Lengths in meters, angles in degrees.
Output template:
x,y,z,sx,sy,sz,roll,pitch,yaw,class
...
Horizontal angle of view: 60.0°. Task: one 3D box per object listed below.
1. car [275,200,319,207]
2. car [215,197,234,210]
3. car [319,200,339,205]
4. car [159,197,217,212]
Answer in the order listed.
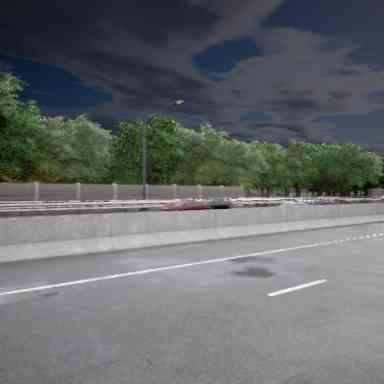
x,y,z,sx,sy,sz,roll,pitch,yaw,class
7.871,1.497,26.806,4.674,1.442,1.812,0,0,-35,car
2.335,1.323,35.750,4.553,1.767,2.097,0,0,-35,car
16.038,1.590,41.126,4.718,1.301,1.895,0,0,-36,car
-0.585,1.456,29.376,5.008,1.535,1.882,0,0,-35,car
